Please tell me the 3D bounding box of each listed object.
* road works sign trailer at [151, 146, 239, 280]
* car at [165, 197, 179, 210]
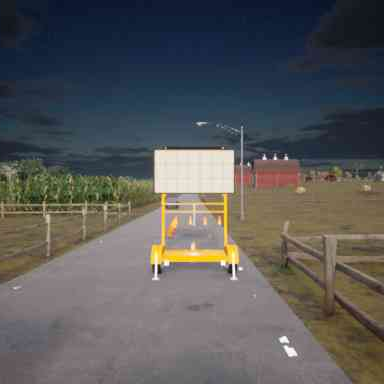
[{"bbox_3d":[0.068,0.458,9.893,2.380,3.560,2.880,0,0,0],"label":"road works sign trailer"},{"bbox_3d":[-2.721,1.449,42.918,1.882,1.535,5.008,0,0,0],"label":"car"}]
